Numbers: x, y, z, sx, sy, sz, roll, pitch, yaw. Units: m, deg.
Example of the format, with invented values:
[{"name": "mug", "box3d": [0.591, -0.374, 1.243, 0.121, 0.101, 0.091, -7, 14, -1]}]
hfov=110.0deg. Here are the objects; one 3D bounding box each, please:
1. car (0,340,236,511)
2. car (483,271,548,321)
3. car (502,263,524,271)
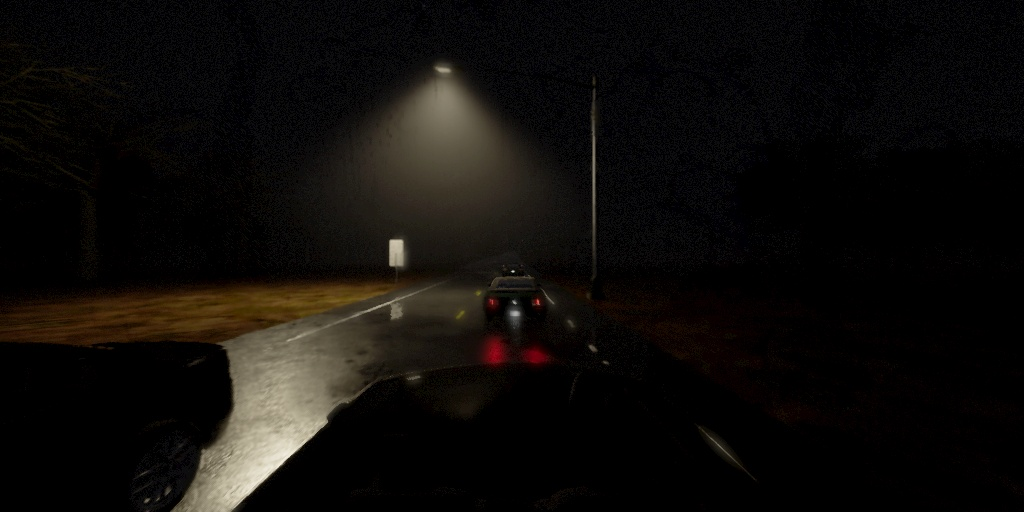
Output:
[{"name": "car", "box3d": [-3.597, 1.227, 1.332, 1.882, 1.535, 5.008, 0, 0, 0]}, {"name": "car", "box3d": [0.103, 1.355, 12.420, 1.895, 1.301, 4.718, 0, 0, 0]}, {"name": "car", "box3d": [0.087, 1.324, 33.394, 1.994, 1.385, 4.181, 0, 0, 0]}]
